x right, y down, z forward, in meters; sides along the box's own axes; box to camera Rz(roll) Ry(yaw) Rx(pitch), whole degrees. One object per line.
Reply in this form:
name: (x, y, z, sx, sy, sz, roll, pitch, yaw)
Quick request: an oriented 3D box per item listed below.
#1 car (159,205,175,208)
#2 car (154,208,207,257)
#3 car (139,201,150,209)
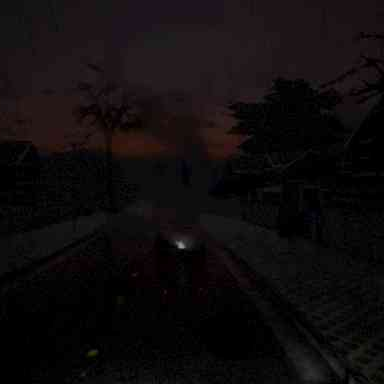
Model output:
car: (-2.165, 1.890, 29.066, 1.812, 1.442, 4.674, 0, -1, -6)
car: (-0.525, 1.645, 13.663, 2.128, 1.511, 4.902, 0, -1, -4)
car: (-8.867, 2.450, 62.137, 2.128, 1.511, 4.902, 0, -1, -6)
